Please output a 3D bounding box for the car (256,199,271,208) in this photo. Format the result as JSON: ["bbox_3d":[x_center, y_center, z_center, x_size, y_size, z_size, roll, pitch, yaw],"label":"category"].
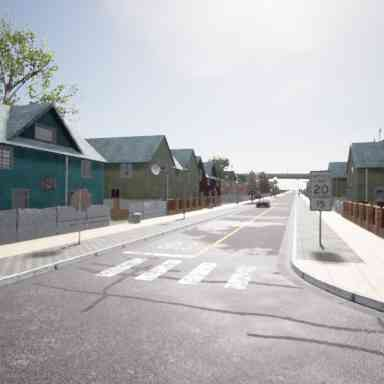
[{"bbox_3d":[10.796,1.651,50.232,1.895,1.301,4.718,0,0,17],"label":"car"}]
